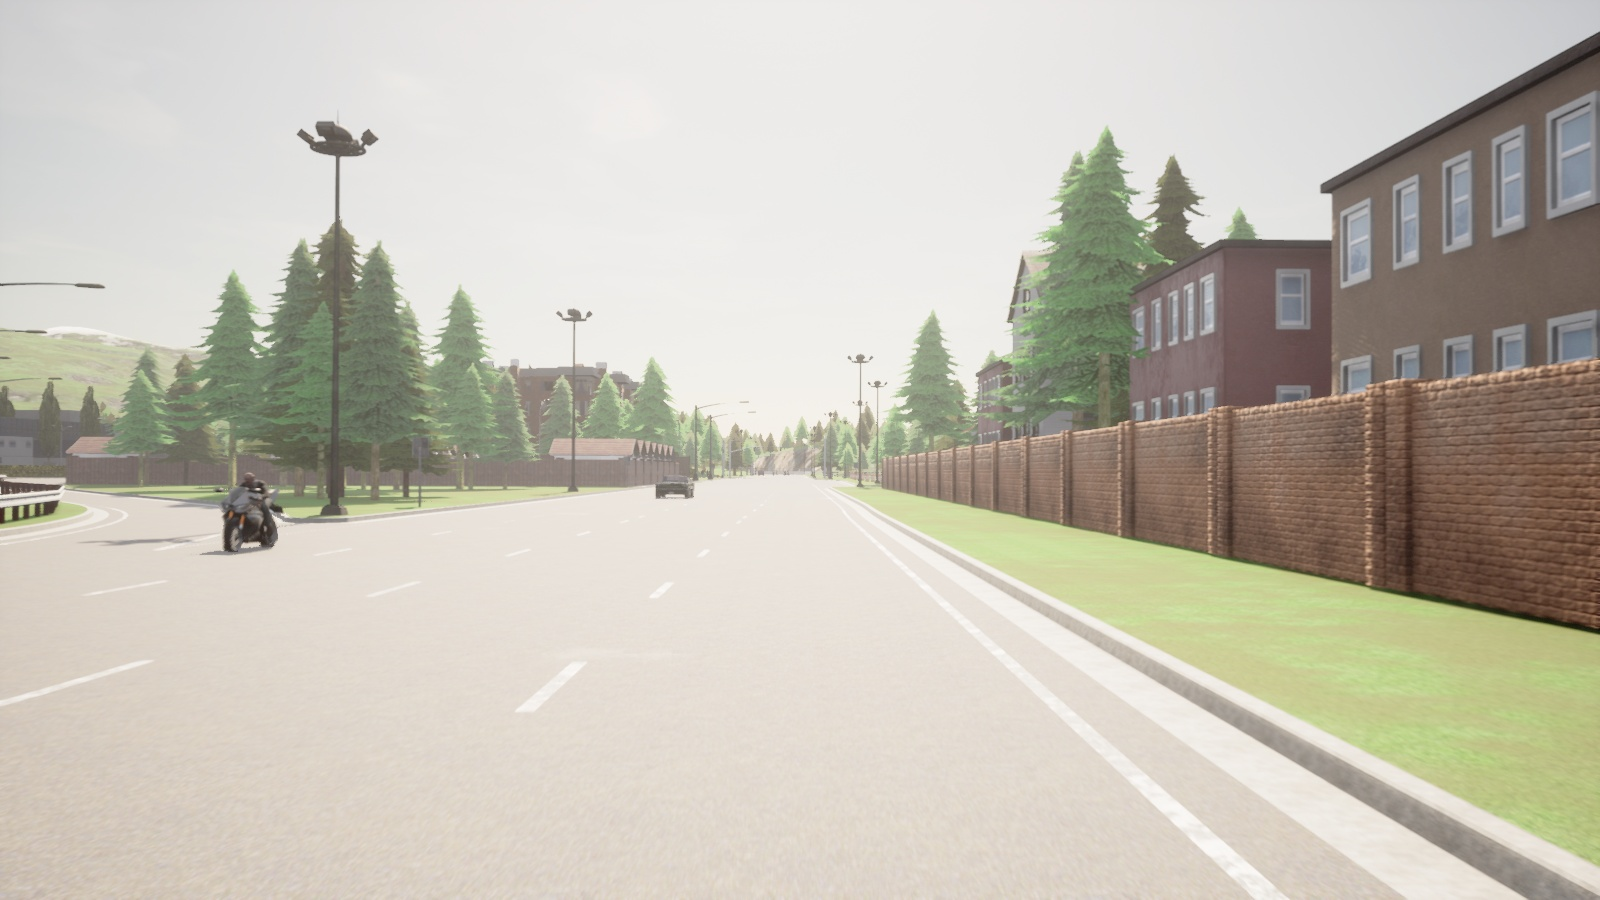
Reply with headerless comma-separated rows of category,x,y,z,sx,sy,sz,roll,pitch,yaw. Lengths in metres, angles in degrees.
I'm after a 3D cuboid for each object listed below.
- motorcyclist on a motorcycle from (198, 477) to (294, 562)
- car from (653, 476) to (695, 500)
motorcyclist on a motorcycle,-10.557,1.292,24.016,0.866,1.530,2.191,0,-1,0
car,-7.010,2.116,70.438,1.895,1.301,4.718,0,-1,0
